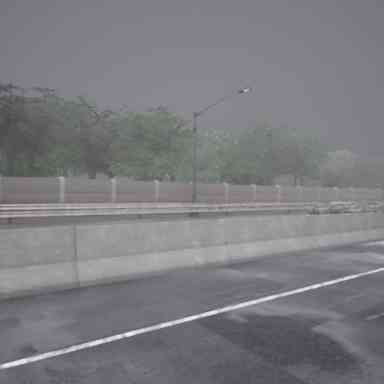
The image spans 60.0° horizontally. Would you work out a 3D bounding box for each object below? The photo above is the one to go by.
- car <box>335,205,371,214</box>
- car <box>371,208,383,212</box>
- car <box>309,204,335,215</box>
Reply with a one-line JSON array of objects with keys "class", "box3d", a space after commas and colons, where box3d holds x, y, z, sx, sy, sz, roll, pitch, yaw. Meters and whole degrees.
[{"class": "car", "box3d": [16.511, 1.948, 32.972, 4.181, 1.385, 1.994, 1, -1, -35]}, {"class": "car", "box3d": [18.941, 1.881, 30.406, 4.902, 1.511, 2.128, 1, -1, -35]}, {"class": "car", "box3d": [14.477, 1.947, 35.819, 4.181, 1.385, 1.994, 1, -1, -35]}]
